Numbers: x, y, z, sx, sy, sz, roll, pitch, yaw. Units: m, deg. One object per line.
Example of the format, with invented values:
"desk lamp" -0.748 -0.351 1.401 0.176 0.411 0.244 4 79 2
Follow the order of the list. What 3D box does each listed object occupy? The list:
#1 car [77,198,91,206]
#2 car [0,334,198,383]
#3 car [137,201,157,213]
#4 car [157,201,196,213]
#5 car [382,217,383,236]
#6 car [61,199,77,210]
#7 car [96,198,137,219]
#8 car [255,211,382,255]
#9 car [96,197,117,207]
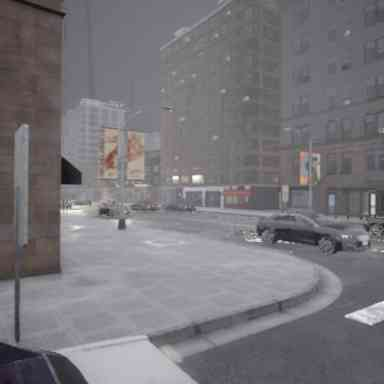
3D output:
"car" -19.717 1.756 60.217 2.128 1.511 4.902 0 -1 -35
"car" -1.960 1.593 1.362 4.718 1.301 1.895 1 0 -32
"car" -6.027 1.758 41.003 2.033 1.411 5.357 0 0 -35
"car" -1.667 1.774 40.484 2.033 1.411 5.357 0 0 -35
"car" 11.232 1.648 16.776 2.128 1.511 4.902 0 0 -35
"car" -18.508 1.698 47.151 2.128 1.511 4.902 0 0 -35
"car" -7.498 1.643 31.531 2.128 1.511 4.902 0 -1 -35
"car" 4.898 1.603 14.117 2.128 1.511 4.902 0 0 -35
"car" -15.402 1.761 59.772 1.882 1.535 5.008 0 0 -35
